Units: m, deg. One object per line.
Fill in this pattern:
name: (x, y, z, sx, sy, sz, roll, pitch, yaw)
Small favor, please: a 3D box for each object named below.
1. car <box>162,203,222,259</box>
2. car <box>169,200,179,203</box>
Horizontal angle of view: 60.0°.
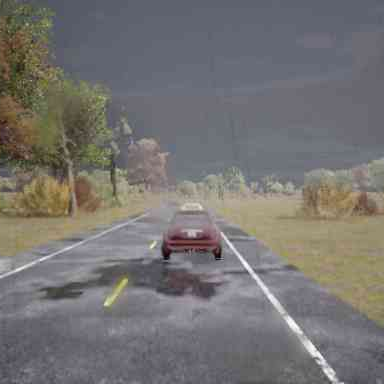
car: (0.017, 1.484, 13.399, 2.097, 1.767, 4.553, 0, -1, 0)
car: (-3.547, 2.173, 64.534, 1.994, 1.385, 4.181, 0, -1, 1)
